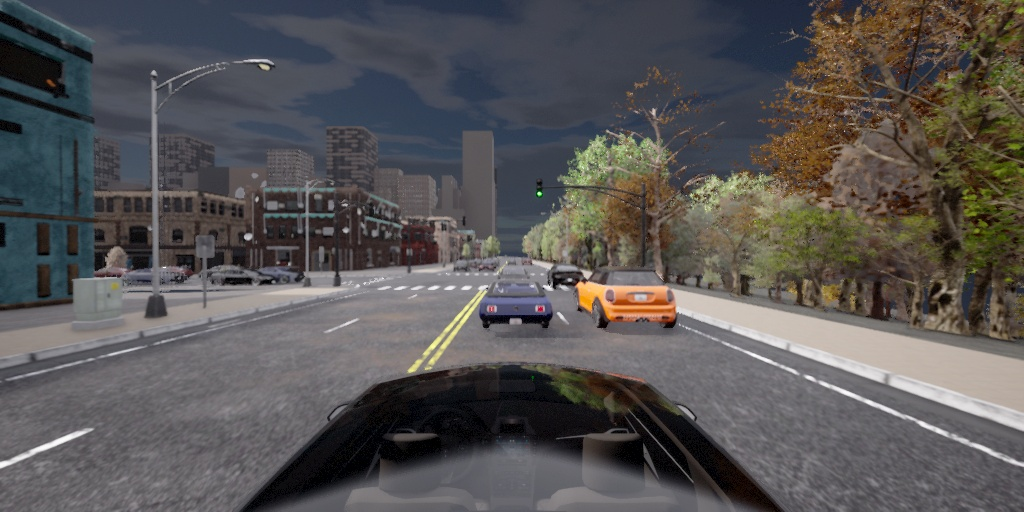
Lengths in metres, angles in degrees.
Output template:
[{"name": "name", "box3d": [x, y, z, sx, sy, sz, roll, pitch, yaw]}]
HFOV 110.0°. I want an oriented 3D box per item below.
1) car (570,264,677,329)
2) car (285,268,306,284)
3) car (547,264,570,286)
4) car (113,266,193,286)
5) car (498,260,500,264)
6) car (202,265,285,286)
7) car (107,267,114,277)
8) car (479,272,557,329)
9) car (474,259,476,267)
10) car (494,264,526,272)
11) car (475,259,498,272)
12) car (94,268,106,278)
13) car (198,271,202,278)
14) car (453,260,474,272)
[{"name": "car", "box3d": [3.347, 1.104, 11.447, 2.097, 1.767, 4.553, 0, 0, 0]}, {"name": "car", "box3d": [-19.329, 1.539, 29.475, 4.181, 1.385, 1.994, -1, 1, 0]}, {"name": "car", "box3d": [3.353, 1.233, 23.281, 1.882, 1.535, 5.008, 0, 0, 0]}, {"name": "car", "box3d": [-29.373, 1.654, 29.480, 4.181, 1.385, 1.994, -1, 1, -1]}, {"name": "car", "box3d": [-3.331, 1.305, 56.755, 2.033, 1.411, 5.357, 0, 0, 0]}, {"name": "car", "box3d": [-19.949, 1.574, 26.768, 4.313, 1.339, 1.948, 0, 0, 0]}, {"name": "car", "box3d": [-39.352, 1.729, 35.293, 4.207, 1.307, 1.802, 0, 0, 0]}, {"name": "car", "box3d": [0.101, 1.353, 11.198, 1.895, 1.301, 4.718, 0, 0, 0]}, {"name": "car", "box3d": [-6.581, 1.322, 57.368, 1.994, 1.385, 4.181, 0, 0, 0]}, {"name": "car", "box3d": [0.100, 1.356, 22.507, 1.895, 1.301, 4.718, 0, 0, 0]}, {"name": "car", "box3d": [-3.341, 1.321, 47.487, 1.994, 1.385, 4.181, 0, 0, 0]}, {"name": "car", "box3d": [-33.825, 1.606, 26.906, 4.097, 1.591, 1.967, 0, 0, 0]}, {"name": "car", "box3d": [-28.282, 1.573, 35.280, 4.403, 1.370, 2.007, 0, 0, 0]}, {"name": "car", "box3d": [-6.593, 1.262, 47.395, 1.837, 1.490, 4.892, 0, 0, 0]}]
